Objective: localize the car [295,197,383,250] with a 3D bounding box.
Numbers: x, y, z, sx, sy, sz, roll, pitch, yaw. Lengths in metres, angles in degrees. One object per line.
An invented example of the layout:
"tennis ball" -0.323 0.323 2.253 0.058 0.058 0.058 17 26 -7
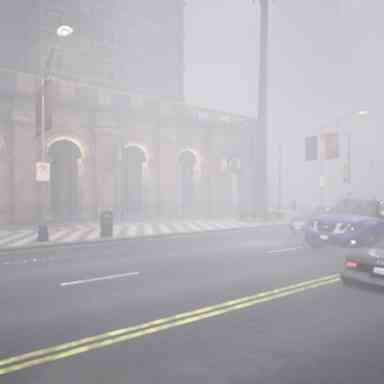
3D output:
"car" 6.850 1.227 13.179 5.566 2.045 2.150 0 0 -35

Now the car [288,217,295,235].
"car" 7.166 1.499 17.688 4.902 1.511 2.128 0 0 -35

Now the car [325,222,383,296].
"car" 5.638 1.551 7.785 5.357 1.411 2.033 0 0 -36
